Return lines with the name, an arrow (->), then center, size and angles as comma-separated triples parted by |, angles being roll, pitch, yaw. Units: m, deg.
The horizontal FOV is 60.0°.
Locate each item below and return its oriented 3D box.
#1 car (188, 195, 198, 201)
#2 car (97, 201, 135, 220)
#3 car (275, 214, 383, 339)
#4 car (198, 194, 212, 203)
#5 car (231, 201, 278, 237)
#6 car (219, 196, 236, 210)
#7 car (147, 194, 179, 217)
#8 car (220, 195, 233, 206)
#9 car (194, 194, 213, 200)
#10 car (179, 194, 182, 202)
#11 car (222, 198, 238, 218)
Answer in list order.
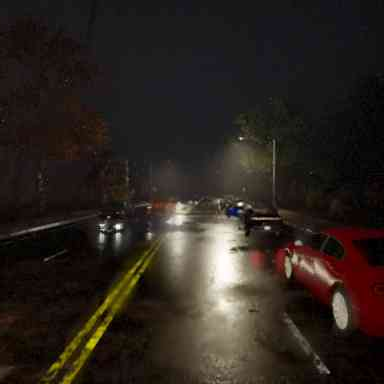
car -> 0.381, 1.235, 70.349 | 1.994, 1.385, 4.181 | 0, 0, 6
car -> -6.018, 1.451, 27.079 | 2.033, 1.411, 5.357 | 0, 0, 2
car -> 3.293, 1.457, 6.699 | 1.882, 1.535, 5.008 | 0, 0, 1
car -> 2.619, 1.345, 59.896 | 1.895, 1.301, 4.718 | 0, 0, 5
car -> 3.504, 1.432, 17.622 | 2.128, 1.511, 4.902 | 0, 0, 2
car -> 4.432, 1.199, 39.419 | 2.097, 1.767, 4.553 | 0, 0, 3
car -> -2.650, 1.245, 29.537 | 2.097, 1.767, 4.553 | 0, 0, 3
car -> 5.153, 1.270, 50.350 | 1.882, 1.535, 5.008 | 0, 0, 4
car -> 2.842, 1.146, 82.386 | 2.033, 1.411, 5.357 | 0, 0, -33
car -> -3.225, 1.208, 66.913 | 1.837, 1.490, 4.892 | 0, 0, 6
car -> 3.885, 1.461, 28.539 | 1.994, 1.385, 4.181 | 0, 0, 2
